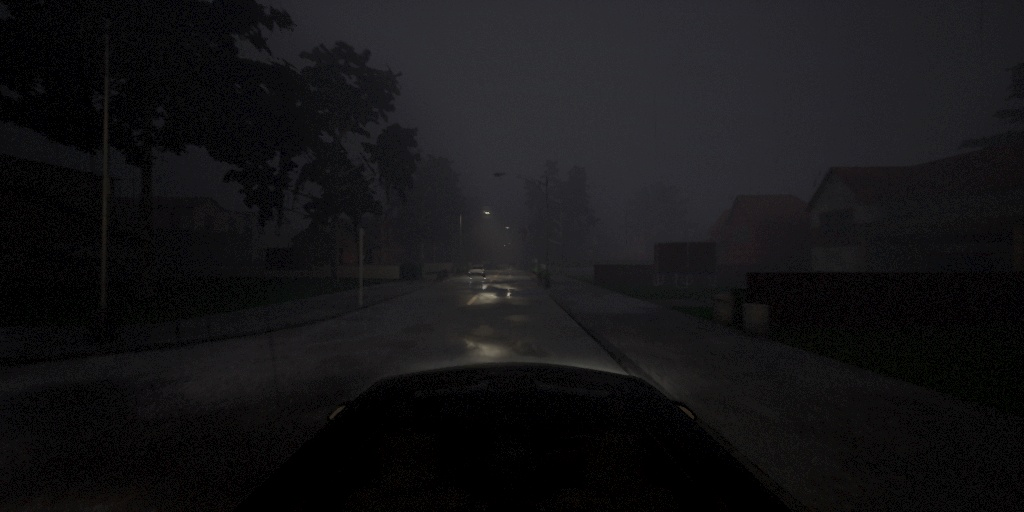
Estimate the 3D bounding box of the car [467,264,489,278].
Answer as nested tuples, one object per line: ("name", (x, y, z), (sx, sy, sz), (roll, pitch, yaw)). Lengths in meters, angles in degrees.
("car", (-3.994, 1.785, 41.910), (1.812, 1.442, 4.674), (0, 0, 0))
